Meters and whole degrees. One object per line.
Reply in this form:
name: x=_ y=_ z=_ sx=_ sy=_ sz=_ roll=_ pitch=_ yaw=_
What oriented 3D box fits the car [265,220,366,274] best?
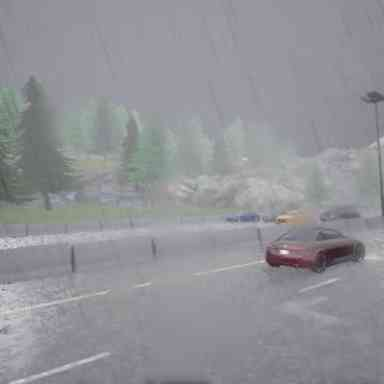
car: x=4.565 y=1.954 z=12.144 sx=4.181 sy=1.385 sz=1.994 roll=1 pitch=-3 yaw=-39

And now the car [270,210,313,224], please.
car: x=11.079 y=2.773 z=35.851 sx=5.008 sy=1.535 sz=1.882 roll=1 pitch=-3 yaw=-39

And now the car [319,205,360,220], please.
car: x=15.613 y=2.393 z=35.053 sx=5.566 sy=2.045 sz=2.150 roll=1 pitch=-4 yaw=-39

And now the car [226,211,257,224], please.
car: x=6.318 y=3.100 z=40.990 sx=5.008 sy=1.535 sz=1.882 roll=1 pitch=-3 yaw=-39

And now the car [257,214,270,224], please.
car: x=10.377 y=2.994 z=39.789 sx=4.892 sy=1.490 sz=1.837 roll=2 pitch=-4 yaw=-39
